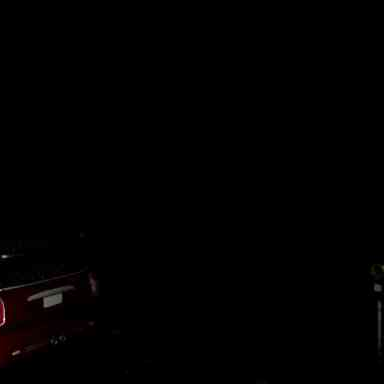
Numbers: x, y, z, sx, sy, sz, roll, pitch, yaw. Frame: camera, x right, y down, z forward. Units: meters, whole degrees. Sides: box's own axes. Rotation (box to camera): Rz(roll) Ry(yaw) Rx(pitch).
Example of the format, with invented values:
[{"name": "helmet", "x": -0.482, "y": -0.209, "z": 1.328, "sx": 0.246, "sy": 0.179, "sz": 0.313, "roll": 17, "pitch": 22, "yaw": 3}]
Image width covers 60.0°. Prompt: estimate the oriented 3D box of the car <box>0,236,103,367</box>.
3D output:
[{"name": "car", "x": -3.412, "y": 1.460, "z": 5.513, "sx": 4.097, "sy": 1.590, "sz": 1.967, "roll": 0, "pitch": 0, "yaw": 36}]
